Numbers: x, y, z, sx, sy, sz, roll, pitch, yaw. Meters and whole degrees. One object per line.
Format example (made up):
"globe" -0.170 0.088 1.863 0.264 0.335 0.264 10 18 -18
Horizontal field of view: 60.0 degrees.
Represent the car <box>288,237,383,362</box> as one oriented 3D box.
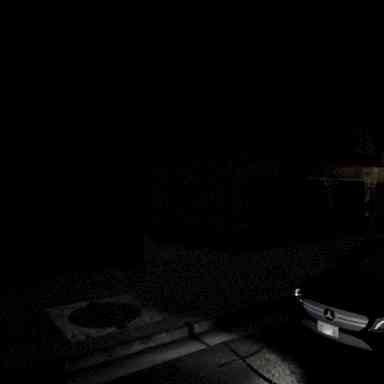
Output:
"car" 3.664 1.526 5.685 4.674 1.442 1.812 0 0 -35
